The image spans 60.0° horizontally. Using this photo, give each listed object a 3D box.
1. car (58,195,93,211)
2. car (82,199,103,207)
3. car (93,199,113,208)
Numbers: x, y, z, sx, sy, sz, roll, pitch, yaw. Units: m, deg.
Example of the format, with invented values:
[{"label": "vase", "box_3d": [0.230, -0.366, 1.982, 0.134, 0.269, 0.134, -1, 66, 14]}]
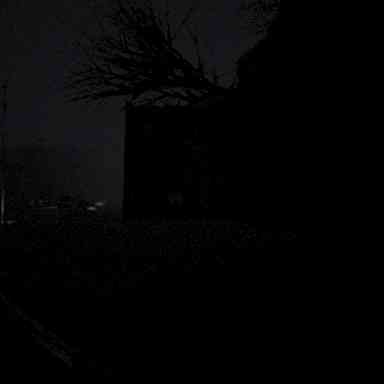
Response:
[{"label": "car", "box_3d": [-15.953, 1.506, 44.862, 2.150, 2.045, 5.566, 1, -1, 6]}, {"label": "car", "box_3d": [-17.964, 2.000, 60.175, 1.895, 1.301, 4.718, 1, -1, 7]}, {"label": "car", "box_3d": [-14.826, 1.957, 56.172, 1.812, 1.442, 4.674, 1, -1, 6]}]
